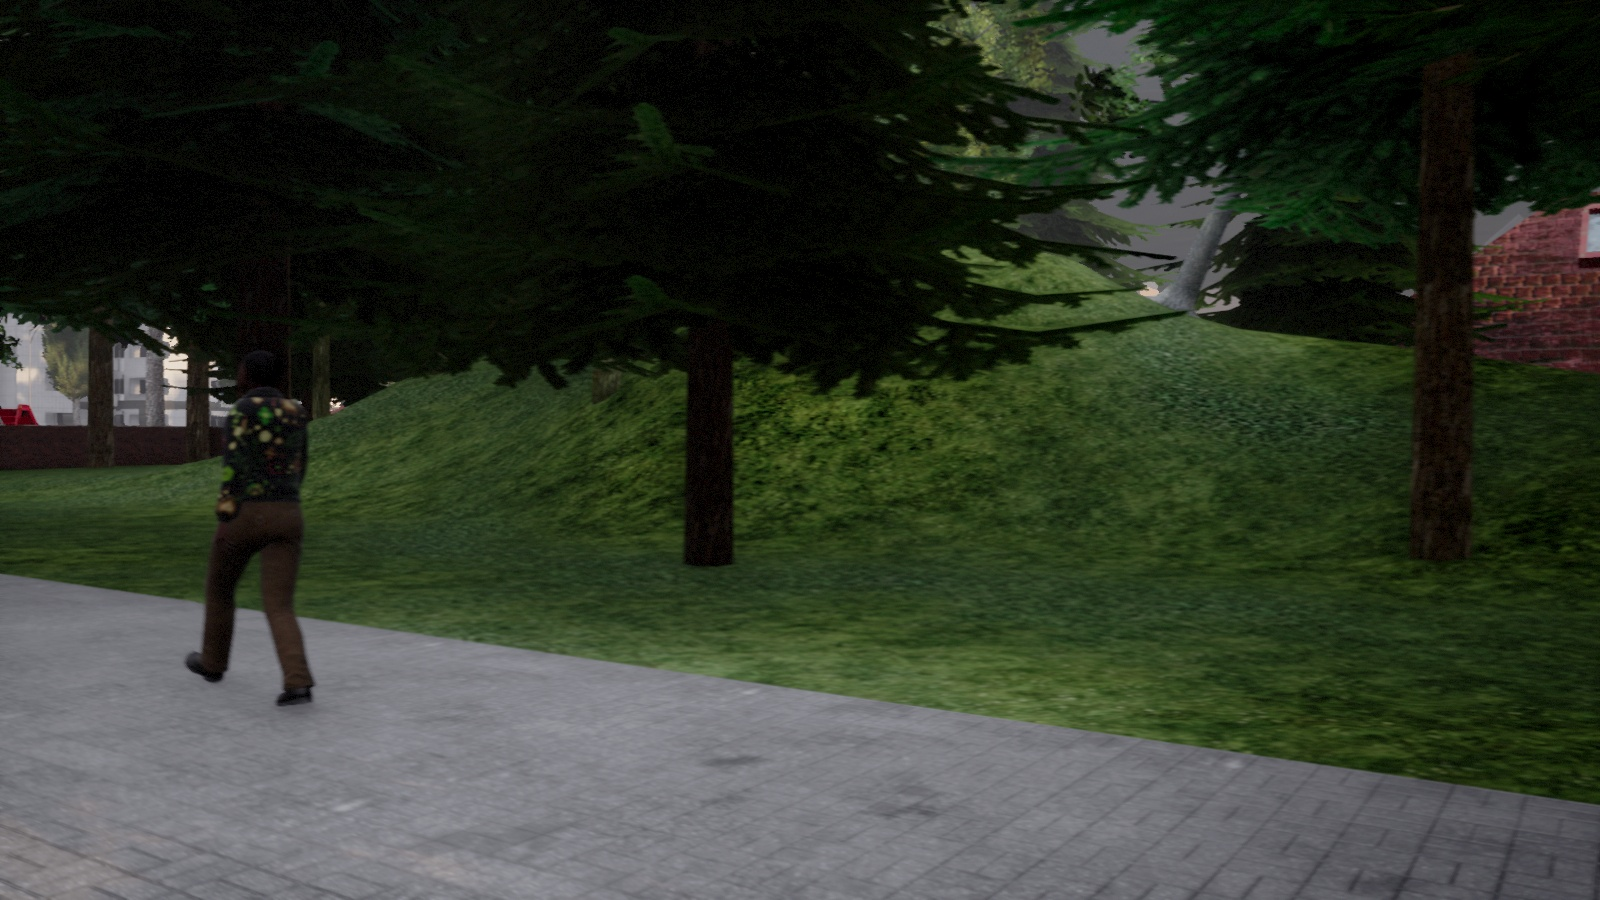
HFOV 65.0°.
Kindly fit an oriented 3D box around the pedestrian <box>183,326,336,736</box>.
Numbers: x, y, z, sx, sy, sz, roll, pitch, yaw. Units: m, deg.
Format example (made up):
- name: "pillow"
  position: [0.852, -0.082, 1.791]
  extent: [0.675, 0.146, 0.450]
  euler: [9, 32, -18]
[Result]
- name: "pedestrian"
  position: [-2.704, 0.380, 6.277]
  extent: [0.692, 1.930, 0.395]
  euler: [0, 1, 39]
